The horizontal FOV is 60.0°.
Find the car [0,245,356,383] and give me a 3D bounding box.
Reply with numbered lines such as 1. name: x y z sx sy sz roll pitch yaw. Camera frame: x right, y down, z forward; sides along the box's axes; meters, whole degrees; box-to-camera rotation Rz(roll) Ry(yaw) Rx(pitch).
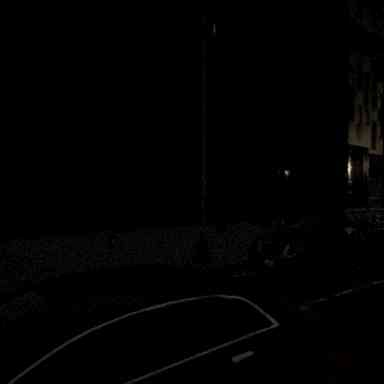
1. car: -0.852 1.510 2.771 4.892 1.490 1.837 0 0 -35

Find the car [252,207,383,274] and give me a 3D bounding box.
1. car: 3.854 1.364 9.278 5.009 1.841 2.192 0 0 -35
